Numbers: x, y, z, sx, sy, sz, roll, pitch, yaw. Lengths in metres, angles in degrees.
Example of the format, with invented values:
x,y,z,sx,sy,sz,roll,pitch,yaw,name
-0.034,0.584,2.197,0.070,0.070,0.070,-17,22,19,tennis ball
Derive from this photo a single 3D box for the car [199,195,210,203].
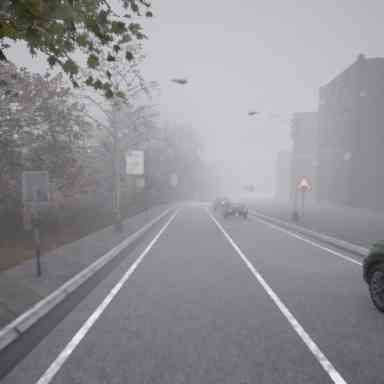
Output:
x,y,z,sx,sy,sz,roll,pitch,yaw,name
2.535,1.318,64.507,1.895,1.301,4.718,1,1,12,car

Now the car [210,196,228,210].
x,y,z,sx,sy,sz,roll,pitch,yaw,name
3.674,1.302,41.147,2.097,1.767,4.553,0,0,2,car

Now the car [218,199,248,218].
x,y,z,sx,sy,sz,roll,pitch,yaw,name
3.655,1.568,29.261,1.895,1.301,4.718,0,0,0,car

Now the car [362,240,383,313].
x,y,z,sx,sy,sz,roll,pitch,yaw,name
4.554,1.233,4.446,2.150,2.045,5.566,0,0,0,car
